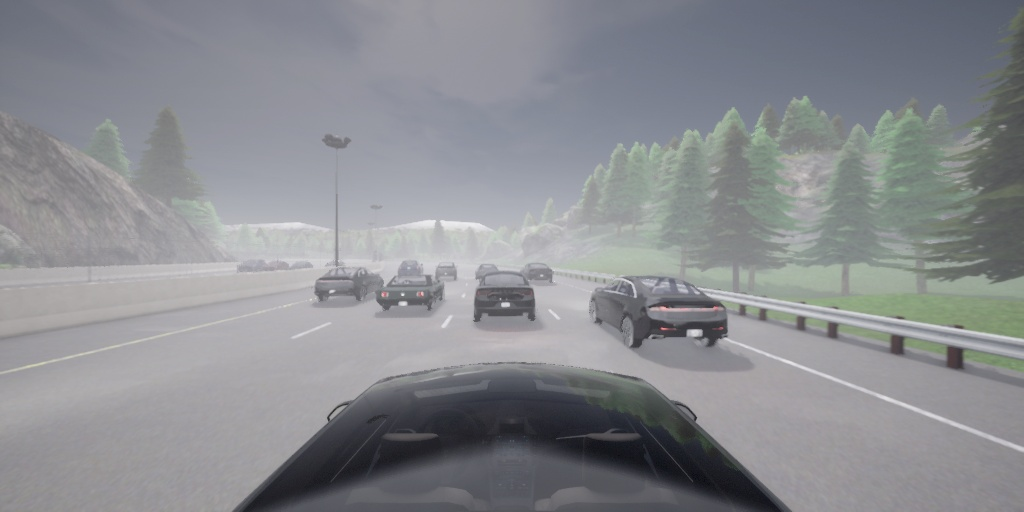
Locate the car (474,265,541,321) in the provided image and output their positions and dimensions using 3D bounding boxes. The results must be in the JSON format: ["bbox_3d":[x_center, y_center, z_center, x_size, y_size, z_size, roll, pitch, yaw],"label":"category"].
[{"bbox_3d":[-0.316,1.240,12.666,1.882,1.535,5.008,0,0,-3],"label":"car"}]

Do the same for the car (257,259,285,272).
[{"bbox_3d":[-30.182,1.339,46.007,1.882,1.535,5.008,0,0,-14],"label":"car"}]

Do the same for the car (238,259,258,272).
[{"bbox_3d":[-34.154,1.224,47.491,2.097,1.767,4.553,0,0,-14],"label":"car"}]

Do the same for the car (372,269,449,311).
[{"bbox_3d":[-3.923,1.373,14.699,1.895,1.301,4.718,0,0,-4],"label":"car"}]

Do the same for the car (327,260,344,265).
[{"bbox_3d":[-23.392,1.341,47.719,2.128,1.511,4.902,0,0,-14],"label":"car"}]

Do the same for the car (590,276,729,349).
[{"bbox_3d":[3.358,1.242,9.173,2.128,1.511,4.902,0,0,-2],"label":"car"}]

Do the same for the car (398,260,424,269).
[{"bbox_3d":[-9.941,1.159,35.443,2.097,1.767,4.553,0,0,-9],"label":"car"}]

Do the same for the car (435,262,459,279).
[{"bbox_3d":[-5.889,1.287,32.342,2.128,1.511,4.902,0,0,-9],"label":"car"}]

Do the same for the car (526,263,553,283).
[{"bbox_3d":[1.806,1.252,27.853,1.882,1.535,5.008,0,0,-7],"label":"car"}]

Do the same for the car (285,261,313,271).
[{"bbox_3d":[-26.395,1.378,45.227,1.812,1.442,4.674,0,0,-13],"label":"car"}]

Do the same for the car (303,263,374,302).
[{"bbox_3d":[-7.646,1.274,17.283,2.128,1.511,4.902,0,0,-4],"label":"car"}]
